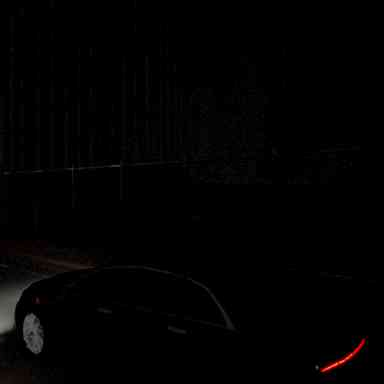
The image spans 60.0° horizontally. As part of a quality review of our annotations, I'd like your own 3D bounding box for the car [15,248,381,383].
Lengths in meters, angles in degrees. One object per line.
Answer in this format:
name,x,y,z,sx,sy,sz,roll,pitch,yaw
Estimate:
car,-0.389,1.503,4.281,4.892,1.490,1.837,-1,0,36
